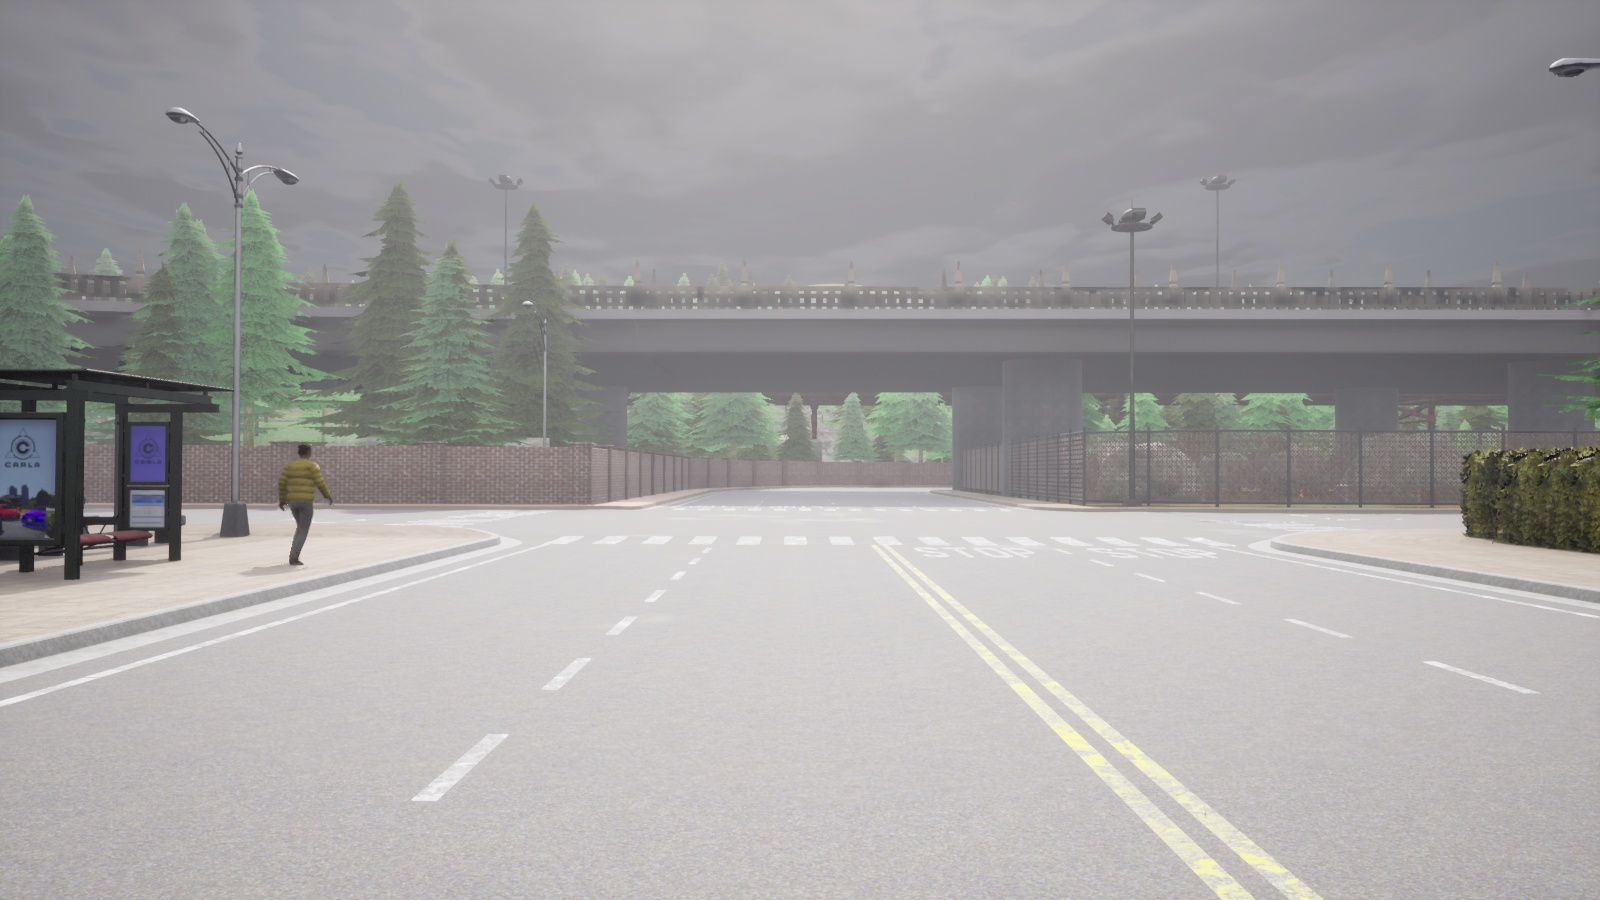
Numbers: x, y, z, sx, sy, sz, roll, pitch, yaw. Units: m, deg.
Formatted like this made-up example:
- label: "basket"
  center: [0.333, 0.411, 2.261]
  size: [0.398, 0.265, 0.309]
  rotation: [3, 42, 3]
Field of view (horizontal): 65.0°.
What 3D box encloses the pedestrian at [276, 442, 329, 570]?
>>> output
- label: "pedestrian"
  center: [-7.275, 0.810, 18.383]
  size: [0.431, 1.840, 0.709]
  rotation: [0, -1, 7]
